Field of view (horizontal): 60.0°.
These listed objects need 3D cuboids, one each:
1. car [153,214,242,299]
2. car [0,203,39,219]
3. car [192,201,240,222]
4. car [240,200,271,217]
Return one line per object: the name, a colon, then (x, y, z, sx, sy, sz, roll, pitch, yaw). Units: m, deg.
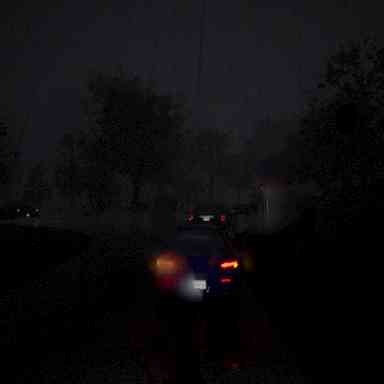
car: (0.137, 1.524, 8.359, 1.812, 1.442, 4.674, 0, 0, 1)
car: (-15.090, 1.595, 29.052, 1.895, 1.301, 4.718, 0, 0, -44)
car: (1.211, 1.347, 18.163, 2.097, 1.767, 4.553, 0, 0, 13)
car: (5.554, 1.471, 30.948, 1.882, 1.535, 5.008, 1, 1, 40)
